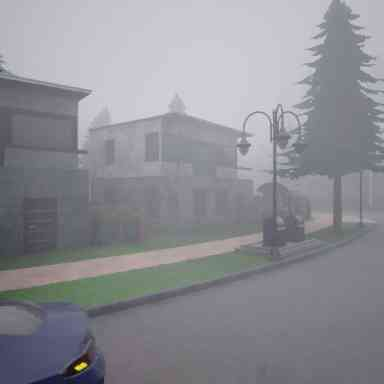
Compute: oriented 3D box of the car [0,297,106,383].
[{"bbox_3d":[-2.914,1.526,2.118,4.674,1.442,1.812,0,0,-36],"label":"car"}]
